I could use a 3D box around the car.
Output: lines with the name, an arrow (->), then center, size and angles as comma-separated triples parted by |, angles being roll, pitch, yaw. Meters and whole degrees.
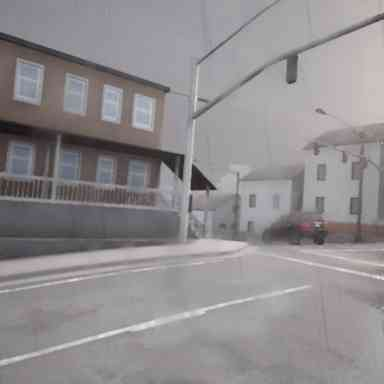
car -> 7.073, 2.664, 23.285 | 2.150, 2.045, 5.566 | 1, -11, -18
